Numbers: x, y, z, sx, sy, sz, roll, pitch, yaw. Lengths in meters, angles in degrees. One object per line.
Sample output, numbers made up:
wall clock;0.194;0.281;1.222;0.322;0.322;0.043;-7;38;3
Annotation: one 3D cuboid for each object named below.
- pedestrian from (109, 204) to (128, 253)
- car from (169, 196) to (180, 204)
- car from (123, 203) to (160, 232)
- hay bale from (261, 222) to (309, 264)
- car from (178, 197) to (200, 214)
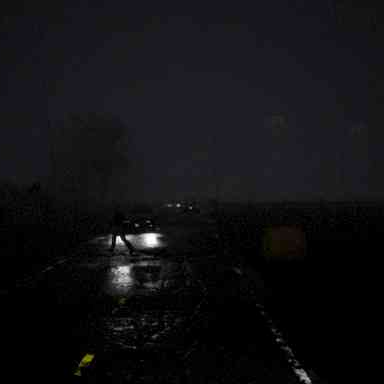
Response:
pedestrian;-2.624;1.293;11.890;0.375;1.860;0.375;-1;1;-3
car;-3.255;1.506;62.629;1.882;1.535;5.008;0;0;0
car;-2.995;1.499;20.362;1.837;1.490;4.892;0;1;0
hay bale;3.055;1.653;11.116;1.220;1.180;1.240;1;1;0
car;-0.161;1.569;35.480;1.994;1.385;4.181;0;0;0
